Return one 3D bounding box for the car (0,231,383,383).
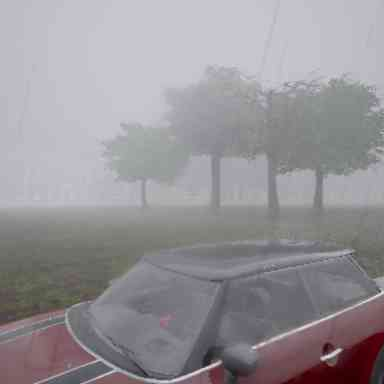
[{"bbox_3d":[0.087,1.352,3.134,4.553,1.767,2.097,0,0,-35],"label":"car"}]
